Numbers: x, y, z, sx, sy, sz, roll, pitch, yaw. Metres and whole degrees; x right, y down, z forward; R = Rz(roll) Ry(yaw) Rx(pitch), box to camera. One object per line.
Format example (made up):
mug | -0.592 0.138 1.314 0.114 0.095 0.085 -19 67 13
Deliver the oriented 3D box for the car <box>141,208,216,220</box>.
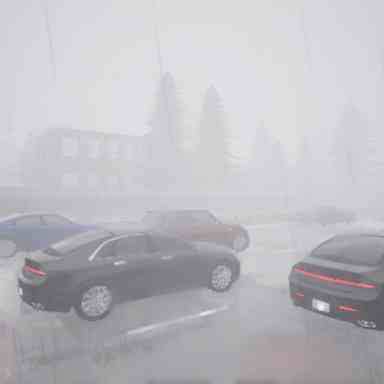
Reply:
car | 0.036 1.376 12.371 4.553 1.767 2.097 0 0 -36

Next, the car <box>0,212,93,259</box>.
car | -5.555 1.485 12.681 5.008 1.535 1.882 0 0 -36

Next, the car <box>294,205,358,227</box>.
car | 9.451 1.620 23.387 5.357 1.411 2.033 0 0 -35

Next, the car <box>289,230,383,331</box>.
car | 3.978 1.529 6.584 4.892 1.490 1.837 0 0 -36

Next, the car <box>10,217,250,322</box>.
car | -1.044 1.515 7.301 4.892 1.490 1.837 0 0 -36
